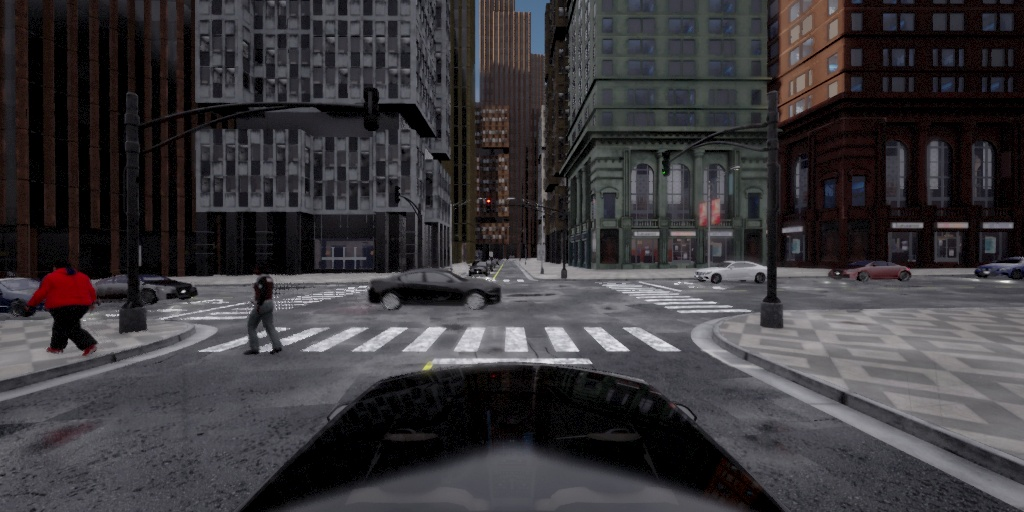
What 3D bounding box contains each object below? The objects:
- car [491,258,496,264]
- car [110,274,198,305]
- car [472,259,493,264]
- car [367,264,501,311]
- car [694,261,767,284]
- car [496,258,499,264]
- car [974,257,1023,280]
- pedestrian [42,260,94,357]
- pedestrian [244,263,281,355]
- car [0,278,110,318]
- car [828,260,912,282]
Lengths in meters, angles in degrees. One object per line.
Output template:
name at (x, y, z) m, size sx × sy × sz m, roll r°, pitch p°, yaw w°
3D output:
car at (-3.320, 1.224, 45.569) m, size 1.837 × 1.490 × 4.892 m, roll 0°, pitch 0°, yaw 0°
car at (-17.595, 1.537, 17.019) m, size 4.181 × 1.385 × 1.994 m, roll -1°, pitch 0°, yaw 0°
car at (-3.235, 1.237, 36.008) m, size 1.837 × 1.490 × 4.892 m, roll 0°, pitch 0°, yaw -1°
car at (-2.916, 1.224, 13.815) m, size 5.008 × 1.535 × 1.882 m, roll 0°, pitch 0°, yaw 0°
car at (14.595, 1.037, 23.809) m, size 4.674 × 1.442 × 1.812 m, roll -1°, pitch 0°, yaw -1°
car at (-3.407, 1.301, 55.909) m, size 1.895 × 1.301 × 4.718 m, roll 0°, pitch 0°, yaw 0°
car at (33.883, 0.792, 23.862) m, size 4.674 × 1.442 × 1.812 m, roll -1°, pitch 0°, yaw -1°
pedestrian at (-8.107, 0.891, 6.551) m, size 0.375 × 1.860 × 0.375 m, roll 0°, pitch 0°, yaw 0°
pedestrian at (-4.971, 1.043, 7.153) m, size 0.375 × 1.860 × 0.375 m, roll 0°, pitch 0°, yaw 0°
car at (-19.362, 1.560, 13.764) m, size 5.357 × 1.411 × 2.033 m, roll -1°, pitch 0°, yaw 0°
car at (23.673, 0.959, 23.835) m, size 4.181 × 1.385 × 1.994 m, roll -1°, pitch 0°, yaw 0°
